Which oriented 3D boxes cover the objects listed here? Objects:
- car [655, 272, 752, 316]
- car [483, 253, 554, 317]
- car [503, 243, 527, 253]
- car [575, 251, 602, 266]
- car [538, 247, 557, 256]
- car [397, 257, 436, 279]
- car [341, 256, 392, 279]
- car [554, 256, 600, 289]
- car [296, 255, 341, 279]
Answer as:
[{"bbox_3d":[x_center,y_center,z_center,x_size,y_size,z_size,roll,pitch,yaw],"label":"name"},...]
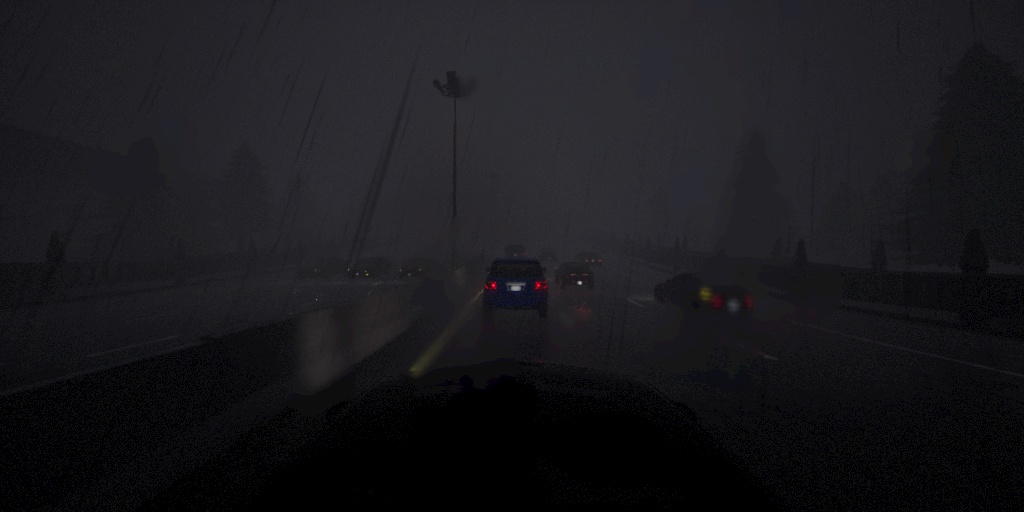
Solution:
[{"bbox_3d":[7.147,1.336,13.807,1.812,1.442,4.674,0,1,1],"label":"car"},{"bbox_3d":[0.149,1.032,13.692,2.150,2.045,5.566,0,1,1],"label":"car"},{"bbox_3d":[0.294,-0.287,36.486,2.150,2.045,5.566,0,6,0],"label":"car"},{"bbox_3d":[7.282,0.222,34.618,2.033,1.411,5.357,0,5,0],"label":"car"},{"bbox_3d":[3.808,-0.208,38.699,1.812,1.442,4.674,0,6,0],"label":"car"},{"bbox_3d":[-6.960,0.831,26.686,1.812,1.442,4.674,0,4,0],"label":"car"},{"bbox_3d":[-10.460,0.813,26.677,1.837,1.490,4.892,0,4,0],"label":"car"},{"bbox_3d":[3.708,1.073,21.894,1.837,1.490,4.892,0,3,0],"label":"car"},{"bbox_3d":[-13.961,0.779,26.737,1.882,1.535,5.008,0,4,0],"label":"car"}]
